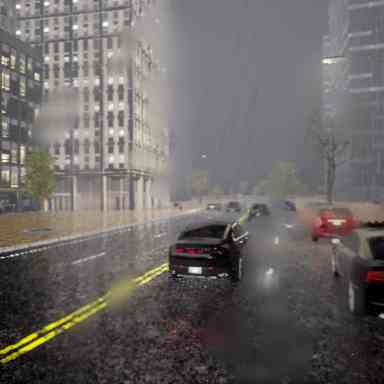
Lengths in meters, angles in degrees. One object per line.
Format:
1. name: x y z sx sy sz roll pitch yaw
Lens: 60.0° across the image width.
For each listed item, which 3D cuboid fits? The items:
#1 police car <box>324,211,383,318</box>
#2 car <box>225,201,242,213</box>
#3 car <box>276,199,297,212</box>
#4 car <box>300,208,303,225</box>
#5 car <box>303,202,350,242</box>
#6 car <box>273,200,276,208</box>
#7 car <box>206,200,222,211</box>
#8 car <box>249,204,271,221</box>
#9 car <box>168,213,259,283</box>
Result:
1. police car: 4.297 1.455 7.401 1.930 1.638 5.238 -1 -1 17
2. car: 5.248 1.919 41.973 1.812 1.442 4.674 -1 -1 12
3. car: 12.304 1.849 42.987 1.812 1.442 4.674 -1 -1 11
4. car: 8.644 1.497 22.917 2.097 1.767 4.553 -1 -1 14
5. car: 7.078 1.452 17.027 2.097 1.767 4.553 -1 -1 15
6. car: 14.711 1.971 56.176 1.812 1.442 4.674 -1 -1 9
7. car: 3.254 1.983 48.620 2.128 1.511 4.902 -1 -1 11
8. car: 6.077 1.776 29.853 1.812 1.442 4.674 -1 -1 14
9. car: 0.776 1.605 10.158 1.837 1.490 4.892 -1 -1 17
